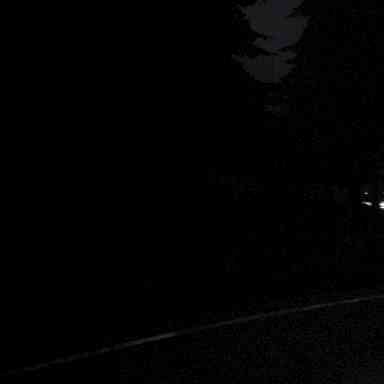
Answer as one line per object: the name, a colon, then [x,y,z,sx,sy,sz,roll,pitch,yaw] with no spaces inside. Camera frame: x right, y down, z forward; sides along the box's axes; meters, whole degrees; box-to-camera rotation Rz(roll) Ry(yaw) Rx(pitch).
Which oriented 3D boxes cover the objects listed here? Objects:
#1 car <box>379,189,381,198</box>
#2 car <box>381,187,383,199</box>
car: [18.073,0.096,32.657,1.895,1.301,4.718,-1,2,31]
car: [14.844,0.564,22.247,1.994,1.385,4.181,-2,2,6]
